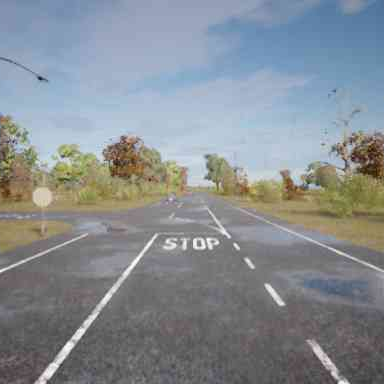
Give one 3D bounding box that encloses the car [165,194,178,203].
[{"bbox_3d":[-3.424,1.041,55.855,2.128,1.511,4.902,0,1,0],"label":"car"}]
